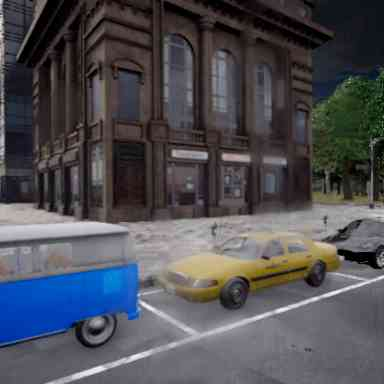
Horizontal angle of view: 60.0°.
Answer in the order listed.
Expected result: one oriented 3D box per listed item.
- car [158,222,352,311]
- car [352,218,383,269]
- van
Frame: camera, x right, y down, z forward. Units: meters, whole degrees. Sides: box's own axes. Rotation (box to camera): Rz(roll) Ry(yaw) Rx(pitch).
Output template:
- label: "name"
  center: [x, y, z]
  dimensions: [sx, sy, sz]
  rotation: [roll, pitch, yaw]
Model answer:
- label: "car"
  center: [1.552, 1.537, 7.799]
  dimensions: [4.829, 1.417, 1.752]
  rotation: [0, 0, -36]
- label: "car"
  center: [6.101, 1.553, 11.078]
  dimensions: [4.313, 1.339, 1.947]
  rotation: [0, 0, -36]
- label: "van"
  center: [-2.722, 1.376, 4.719]
  dimensions: [3.998, 1.788, 1.690]
  rotation: [0, 0, -36]
